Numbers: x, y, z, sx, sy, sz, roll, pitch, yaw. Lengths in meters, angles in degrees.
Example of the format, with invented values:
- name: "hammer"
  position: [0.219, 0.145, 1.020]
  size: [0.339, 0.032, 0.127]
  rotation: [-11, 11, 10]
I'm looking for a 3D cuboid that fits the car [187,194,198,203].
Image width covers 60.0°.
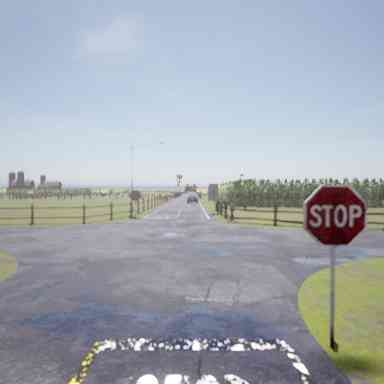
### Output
- name: "car"
  position: [0.088, 1.255, 63.704]
  size: [2.097, 1.767, 4.553]
  rotation: [0, 0, 0]

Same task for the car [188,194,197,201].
- name: "car"
  position: [0.102, 1.252, 73.739]
  size: [2.033, 1.411, 5.357]
  rotation: [0, 0, 0]
